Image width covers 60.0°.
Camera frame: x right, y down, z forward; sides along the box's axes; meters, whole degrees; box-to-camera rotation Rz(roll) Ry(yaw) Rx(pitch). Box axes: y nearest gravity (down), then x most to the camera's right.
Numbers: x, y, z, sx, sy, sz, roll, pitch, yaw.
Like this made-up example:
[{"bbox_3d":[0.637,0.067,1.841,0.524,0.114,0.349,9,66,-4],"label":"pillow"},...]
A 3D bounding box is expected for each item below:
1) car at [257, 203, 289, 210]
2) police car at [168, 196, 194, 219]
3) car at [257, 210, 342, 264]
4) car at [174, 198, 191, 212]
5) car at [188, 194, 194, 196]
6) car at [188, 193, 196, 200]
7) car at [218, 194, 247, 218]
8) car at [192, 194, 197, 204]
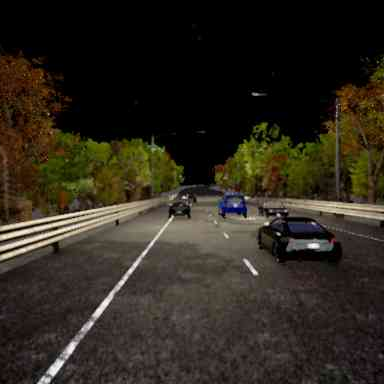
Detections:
[{"bbox_3d":[7.105,1.599,29.651,1.895,1.301,4.718,0,0,0],"label":"car"},{"bbox_3d":[-1.043,1.424,29.631,1.930,1.638,5.238,0,0,0],"label":"police car"},{"bbox_3d":[3.602,1.563,11.845,1.994,1.385,4.181,0,0,0],"label":"car"},{"bbox_3d":[-1.041,1.503,39.523,1.837,1.490,4.892,0,0,0],"label":"car"},{"bbox_3d":[-1.040,1.453,45.715,1.801,1.575,5.366,0,0,0],"label":"car"},{"bbox_3d":[0.018,1.160,83.230,2.097,1.767,4.553,0,1,0],"label":"car"},{"bbox_3d":[3.605,1.219,30.166,2.150,2.045,5.566,0,0,0],"label":"car"},{"bbox_3d":[0.014,1.479,64.805,1.882,1.535,5.008,0,0,0],"label":"car"}]
